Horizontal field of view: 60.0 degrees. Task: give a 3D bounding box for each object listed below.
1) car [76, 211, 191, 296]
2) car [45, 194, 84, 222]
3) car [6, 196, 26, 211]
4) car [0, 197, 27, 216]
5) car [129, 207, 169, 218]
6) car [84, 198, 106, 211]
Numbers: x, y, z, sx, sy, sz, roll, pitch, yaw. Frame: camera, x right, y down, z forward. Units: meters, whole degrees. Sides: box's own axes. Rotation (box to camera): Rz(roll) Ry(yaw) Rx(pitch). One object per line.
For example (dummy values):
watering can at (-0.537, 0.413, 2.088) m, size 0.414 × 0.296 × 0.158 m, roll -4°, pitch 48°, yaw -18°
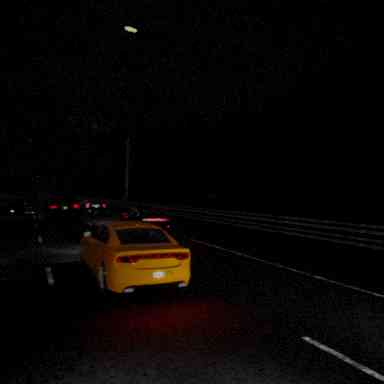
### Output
car at (-1.767, 1.522, 9.014) m, size 1.882 × 1.535 × 5.008 m, roll 2°, pitch -1°, yaw -26°
car at (-10.205, 1.200, 26.079) m, size 2.150 × 2.045 × 5.566 m, roll 2°, pitch -1°, yaw -26°
car at (-20.911, 1.330, 39.674) m, size 1.837 × 1.490 × 4.892 m, roll 2°, pitch -1°, yaw -26°
car at (-16.207, 1.351, 30.236) m, size 1.837 × 1.490 × 4.892 m, roll 2°, pitch -1°, yaw -26°
car at (-2.761, 1.615, 18.901) m, size 2.128 × 1.511 × 4.902 m, roll 2°, pitch -1°, yaw -26°
car at (-10.132, 1.423, 33.805) m, size 2.097 × 1.767 × 4.553 m, roll 2°, pitch -1°, yaw -26°
